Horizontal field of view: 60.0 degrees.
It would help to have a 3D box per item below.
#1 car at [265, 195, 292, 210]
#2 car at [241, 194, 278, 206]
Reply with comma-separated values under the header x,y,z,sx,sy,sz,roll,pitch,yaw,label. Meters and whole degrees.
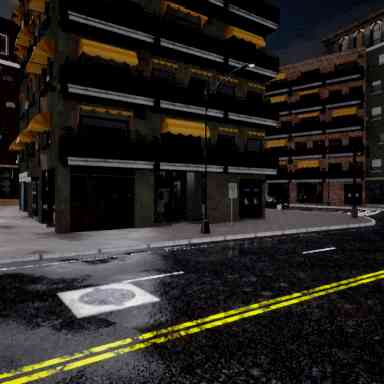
x,y,z,sx,sy,sz,roll,pitch,yaw,label
8.234,1.162,34.887,4.403,1.369,2.008,1,0,38,car
9.110,1.073,44.868,4.403,1.369,2.008,1,0,38,car
